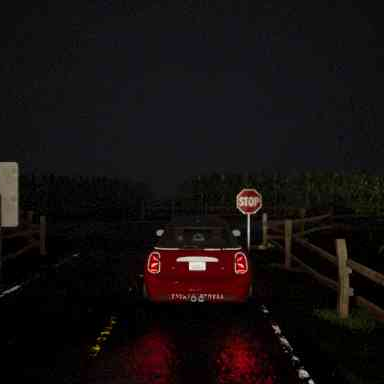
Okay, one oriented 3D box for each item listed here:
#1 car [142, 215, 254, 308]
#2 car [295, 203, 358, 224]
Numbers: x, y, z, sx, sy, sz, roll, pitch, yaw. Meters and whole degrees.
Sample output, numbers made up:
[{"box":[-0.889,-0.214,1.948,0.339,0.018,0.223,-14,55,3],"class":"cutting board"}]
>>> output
[{"box":[0.150,1.351,8.096,2.097,1.767,4.553,0,0,1],"class":"car"},{"box":[9.541,1.473,23.742,4.181,1.385,1.994,0,0,0],"class":"car"}]
